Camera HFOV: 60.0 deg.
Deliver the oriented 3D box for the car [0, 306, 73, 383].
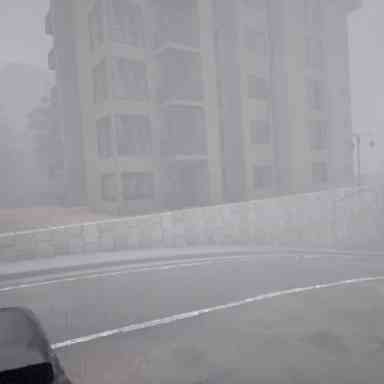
[{"bbox_3d":[-3.436,1.573,1.612,5.357,1.411,2.033,-3,2,-34],"label":"car"}]
